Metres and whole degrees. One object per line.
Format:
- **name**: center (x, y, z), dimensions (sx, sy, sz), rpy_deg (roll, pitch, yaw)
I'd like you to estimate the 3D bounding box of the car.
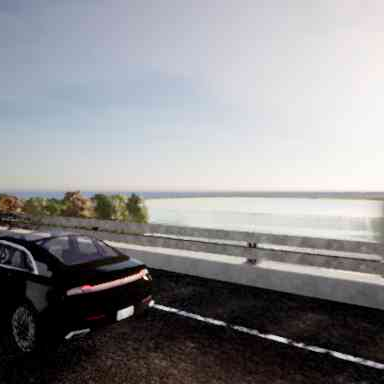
- **car**: center (-2.902, 1.478, 6.090), dimensions (4.902, 1.511, 2.128), rpy_deg (0, 0, 36)
